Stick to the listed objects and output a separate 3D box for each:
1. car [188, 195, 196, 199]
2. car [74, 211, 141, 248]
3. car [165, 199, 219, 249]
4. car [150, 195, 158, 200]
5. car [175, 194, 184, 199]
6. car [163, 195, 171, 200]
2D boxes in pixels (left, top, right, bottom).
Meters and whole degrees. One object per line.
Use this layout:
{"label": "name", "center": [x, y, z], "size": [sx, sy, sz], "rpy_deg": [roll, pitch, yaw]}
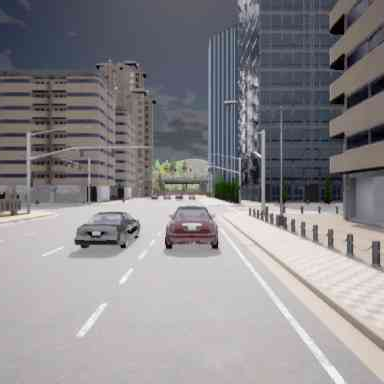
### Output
{"label": "car", "center": [0.000, 1.431, 88.704], "size": [1.994, 1.385, 4.181], "rpy_deg": [0, 0, 0]}
{"label": "car", "center": [-3.500, 1.561, 14.650], "size": [2.033, 1.411, 5.357], "rpy_deg": [0, 0, 0]}
{"label": "car", "center": [0.000, 1.364, 14.620], "size": [2.097, 1.767, 4.553], "rpy_deg": [0, 0, 0]}
{"label": "car", "center": [-10.500, 1.532, 93.285], "size": [2.033, 1.411, 5.357], "rpy_deg": [0, 0, 0]}
{"label": "car", "center": [-3.500, 1.343, 88.394], "size": [1.882, 1.535, 5.008], "rpy_deg": [0, 0, 0]}
{"label": "car", "center": [-7.000, 1.470, 93.285], "size": [1.882, 1.535, 5.008], "rpy_deg": [0, 0, 0]}
